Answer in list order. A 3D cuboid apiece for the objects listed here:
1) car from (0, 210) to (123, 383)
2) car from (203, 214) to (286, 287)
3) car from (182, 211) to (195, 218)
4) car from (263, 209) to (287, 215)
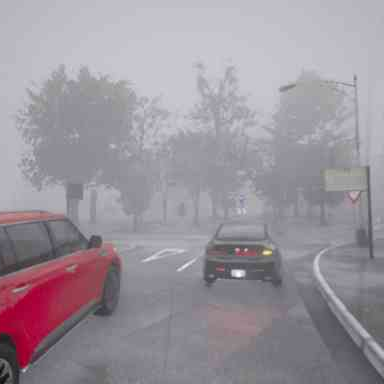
[{"bbox_3d":[-2.677,1.243,4.524,2.150,2.045,5.566,0,0,5],"label":"car"},{"bbox_3d":[1.556,1.552,9.483,1.837,1.490,4.892,-1,-2,13],"label":"car"},{"bbox_3d":[-1.211,6.797,95.248,4.892,1.521,2.231,0,-5,-9],"label":"car"},{"bbox_3d":[16.926,4.134,67.873,4.902,1.511,2.128,-3,-6,35],"label":"car"}]
